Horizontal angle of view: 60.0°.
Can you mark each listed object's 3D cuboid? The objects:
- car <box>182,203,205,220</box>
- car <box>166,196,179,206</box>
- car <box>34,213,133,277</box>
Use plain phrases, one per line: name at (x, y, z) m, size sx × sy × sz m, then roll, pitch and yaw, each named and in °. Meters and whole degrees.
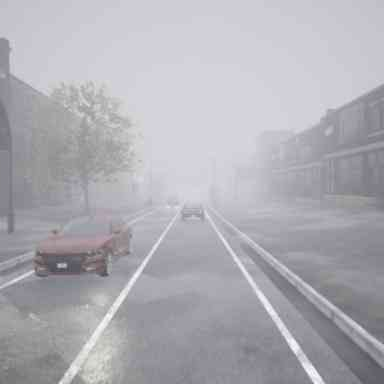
car at (0.086, 1.643, 28.937) m, size 1.895 × 1.301 × 4.718 m, roll 0°, pitch 0°, yaw 0°
car at (-3.082, 1.433, 54.143) m, size 1.837 × 1.490 × 4.892 m, roll 0°, pitch 1°, yaw 0°
car at (-3.104, 1.488, 10.459) m, size 1.882 × 1.535 × 5.008 m, roll 0°, pitch 0°, yaw 0°
